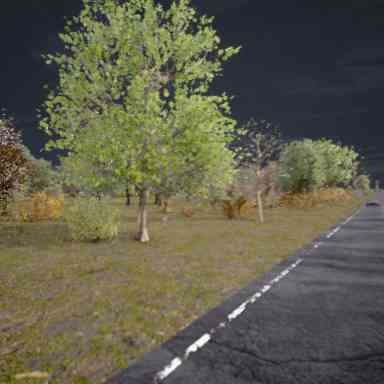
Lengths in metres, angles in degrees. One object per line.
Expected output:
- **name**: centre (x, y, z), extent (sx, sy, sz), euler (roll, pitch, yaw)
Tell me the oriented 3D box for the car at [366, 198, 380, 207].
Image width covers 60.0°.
- **car**: centre (30.445, 1.743, 55.998), extent (1.994, 1.385, 4.181), euler (-1, -1, 29)
